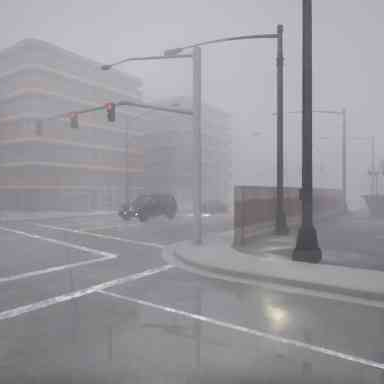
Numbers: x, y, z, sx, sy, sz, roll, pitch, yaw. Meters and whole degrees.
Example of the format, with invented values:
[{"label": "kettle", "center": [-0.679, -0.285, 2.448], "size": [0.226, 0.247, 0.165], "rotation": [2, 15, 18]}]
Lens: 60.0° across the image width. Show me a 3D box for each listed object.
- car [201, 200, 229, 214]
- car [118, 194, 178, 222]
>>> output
[{"label": "car", "center": [2.216, 1.564, 35.518], "size": [1.994, 1.385, 4.181], "rotation": [0, 0, 35]}, {"label": "car", "center": [-3.449, 1.222, 27.292], "size": [2.150, 2.045, 5.566], "rotation": [0, 0, 35]}]
